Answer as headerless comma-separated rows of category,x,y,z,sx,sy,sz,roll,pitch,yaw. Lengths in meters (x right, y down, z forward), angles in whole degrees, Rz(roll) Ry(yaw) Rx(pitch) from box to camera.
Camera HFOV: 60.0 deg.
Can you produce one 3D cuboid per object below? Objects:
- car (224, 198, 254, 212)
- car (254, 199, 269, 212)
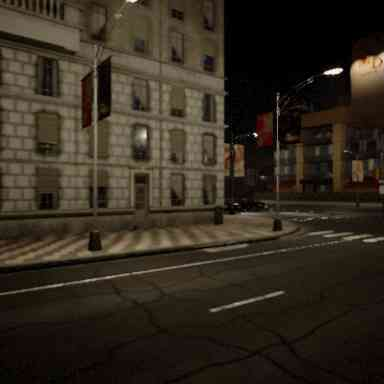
car,4.199,1.565,38.200,2.033,1.411,5.357,0,0,-36
car,7.101,1.511,40.165,2.128,1.511,4.902,0,0,-36
